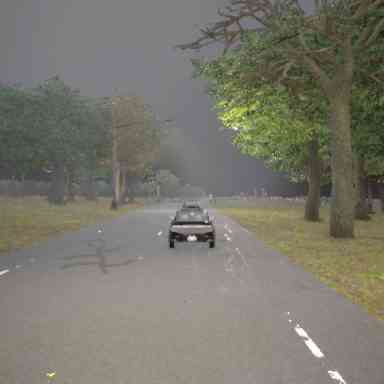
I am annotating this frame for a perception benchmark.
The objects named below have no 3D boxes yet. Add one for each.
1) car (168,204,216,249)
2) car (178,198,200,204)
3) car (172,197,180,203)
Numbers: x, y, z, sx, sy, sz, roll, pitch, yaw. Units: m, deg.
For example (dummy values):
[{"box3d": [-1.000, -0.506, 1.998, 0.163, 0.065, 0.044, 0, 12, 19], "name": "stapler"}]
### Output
[{"box3d": [0.000, 1.498, 14.656, 2.128, 1.511, 4.902, 0, 0, 0], "name": "car"}, {"box3d": [0.000, 1.515, 29.661, 1.837, 1.490, 4.892, 0, 0, 0], "name": "car"}, {"box3d": [-3.500, 1.908, 75.945, 1.994, 1.385, 4.181, 0, -1, 0], "name": "car"}]
